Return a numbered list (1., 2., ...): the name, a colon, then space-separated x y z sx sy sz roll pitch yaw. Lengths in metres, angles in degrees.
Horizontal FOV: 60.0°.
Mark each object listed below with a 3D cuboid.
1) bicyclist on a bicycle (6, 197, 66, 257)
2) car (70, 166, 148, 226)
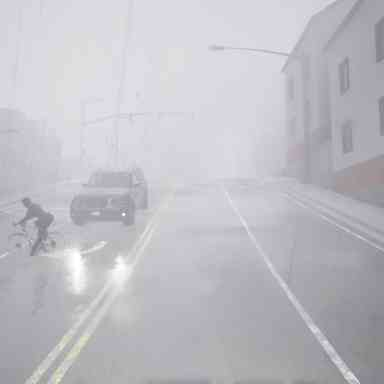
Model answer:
1. bicyclist on a bicycle: -4.215 0.963 8.919 1.656 1.620 0.582 -2 5 1
2. car: -3.283 0.016 14.318 2.150 2.045 5.566 0 8 2
